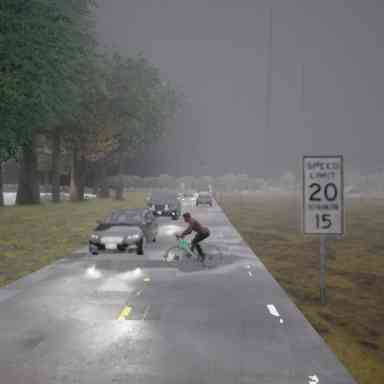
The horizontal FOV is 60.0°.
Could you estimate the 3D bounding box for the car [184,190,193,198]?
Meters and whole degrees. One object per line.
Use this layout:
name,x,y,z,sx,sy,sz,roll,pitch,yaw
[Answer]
car,-0.629,0.422,63.252,1.837,1.490,4.892,0,2,3

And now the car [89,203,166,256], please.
car,-2.462,1.425,12.954,2.128,1.511,4.902,0,1,2

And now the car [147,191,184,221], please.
car,-2.032,0.961,24.708,2.150,2.045,5.566,0,1,2

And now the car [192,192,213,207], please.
car,1.456,0.920,40.253,2.128,1.511,4.902,0,1,2

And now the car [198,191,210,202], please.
car,1.837,0.675,51.034,1.882,1.535,5.008,0,1,2

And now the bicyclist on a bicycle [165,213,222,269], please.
bicyclist on a bicycle,0.031,1.424,9.566,1.656,1.620,0.582,-1,0,2
